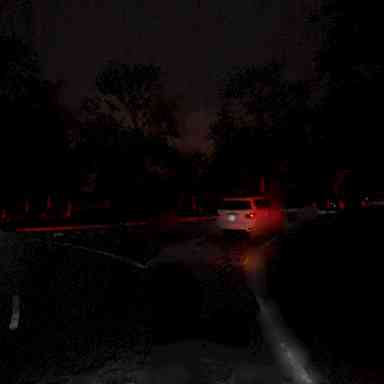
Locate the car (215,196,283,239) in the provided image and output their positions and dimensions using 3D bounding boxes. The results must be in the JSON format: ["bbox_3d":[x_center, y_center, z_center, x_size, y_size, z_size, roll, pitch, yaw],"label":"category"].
[{"bbox_3d":[3.178,1.235,17.775,2.150,2.045,5.566,-1,0,29],"label":"car"}]

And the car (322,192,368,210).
[{"bbox_3d":[14.746,0.799,32.054,4.892,1.490,1.837,-4,1,-25],"label":"car"}]
